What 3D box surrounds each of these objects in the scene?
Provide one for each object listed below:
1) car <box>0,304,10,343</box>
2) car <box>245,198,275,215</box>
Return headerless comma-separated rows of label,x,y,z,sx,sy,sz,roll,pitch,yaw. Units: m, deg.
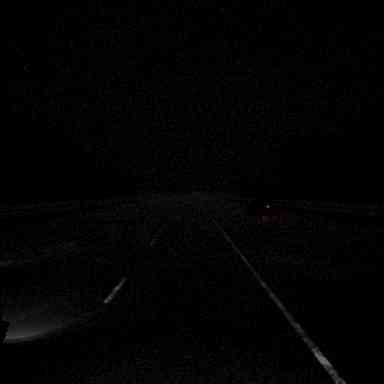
car,-3.399,1.549,2.048,2.033,1.411,5.357,0,0,0
car,7.034,1.466,34.551,2.033,1.649,4.856,0,0,-9
